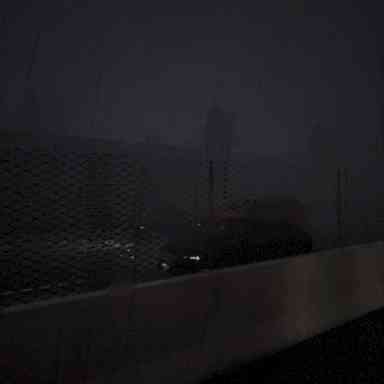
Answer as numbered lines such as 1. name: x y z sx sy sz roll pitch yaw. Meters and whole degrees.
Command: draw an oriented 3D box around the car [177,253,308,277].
1. car: 1.348 1.484 9.252 4.902 1.511 2.128 0 0 -35
